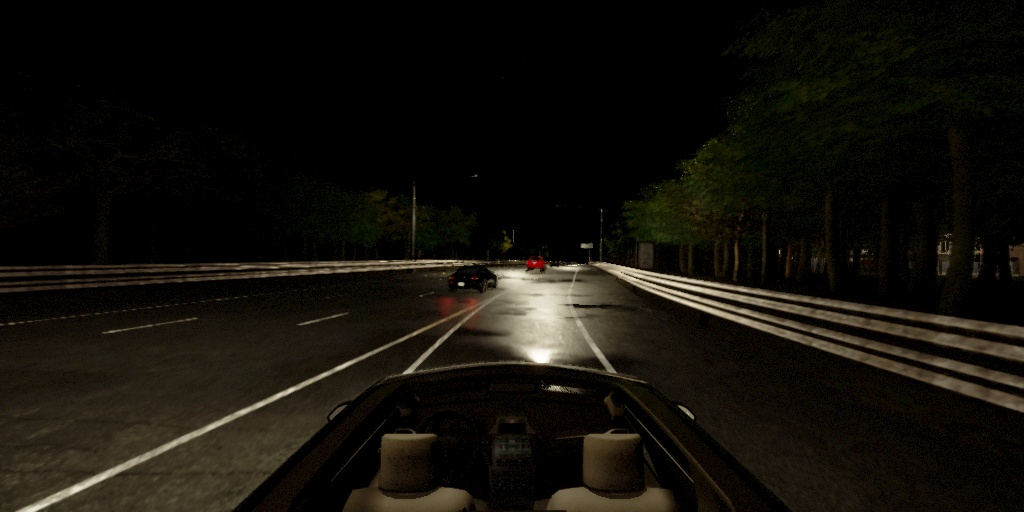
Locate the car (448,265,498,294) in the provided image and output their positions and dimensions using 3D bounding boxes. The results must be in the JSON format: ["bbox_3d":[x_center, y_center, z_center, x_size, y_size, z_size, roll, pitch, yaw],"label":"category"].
[{"bbox_3d":[-2.109,1.252,20.174,1.812,1.442,4.674,1,0,11],"label":"car"}]

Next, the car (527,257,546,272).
[{"bbox_3d":[3.386,1.099,48.855,2.150,2.045,5.566,1,0,11],"label":"car"}]
